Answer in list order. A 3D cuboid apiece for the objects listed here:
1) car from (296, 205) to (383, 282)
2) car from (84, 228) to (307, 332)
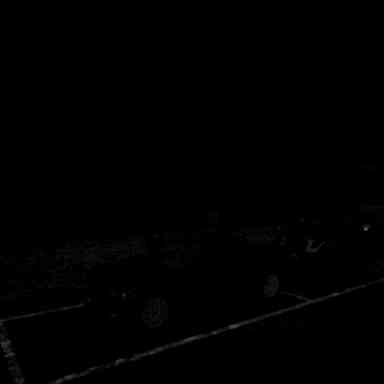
[{"bbox_3d":[4.696,1.357,10.124,5.009,1.841,2.192,0,0,-36],"label":"car"},{"bbox_3d":[0.122,1.562,6.850,4.507,1.381,1.887,0,0,-36],"label":"car"}]
